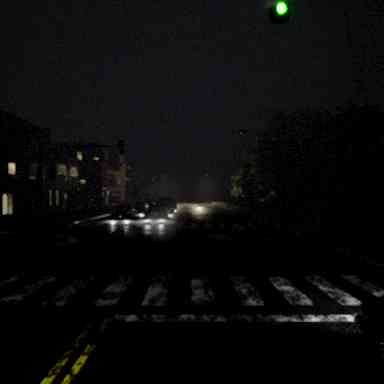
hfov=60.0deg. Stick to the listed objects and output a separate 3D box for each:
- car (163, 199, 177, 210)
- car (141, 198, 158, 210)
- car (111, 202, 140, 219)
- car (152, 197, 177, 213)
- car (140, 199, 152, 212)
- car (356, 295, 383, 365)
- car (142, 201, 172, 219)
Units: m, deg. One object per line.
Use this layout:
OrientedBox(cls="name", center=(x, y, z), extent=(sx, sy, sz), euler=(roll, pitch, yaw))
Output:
OrientedBox(cls="car", center=(-3.445, 1.984, 52.944), extent=(1.882, 1.535, 5.008), euler=(0, -1, 1))
OrientedBox(cls="car", center=(-6.690, 1.861, 53.205), extent=(2.097, 1.767, 4.553), euler=(0, -1, 0))
OrientedBox(cls="car", center=(-6.662, 1.862, 32.866), extent=(2.033, 1.411, 5.357), euler=(0, -1, -4))
OrientedBox(cls="car", center=(-3.419, 1.634, 43.096), extent=(2.150, 2.045, 5.566), euler=(0, -1, 0))
OrientedBox(cls="car", center=(-6.668, 1.958, 42.944), extent=(2.033, 1.411, 5.357), euler=(0, -1, 0))
OrientedBox(cls="car", center=(3.352, 1.572, 2.445), extent=(2.033, 1.411, 5.357), euler=(0, -1, 0))
OrientedBox(cls="car", center=(-3.384, 1.877, 32.761), extent=(1.994, 1.385, 4.181), euler=(0, -1, 0))
